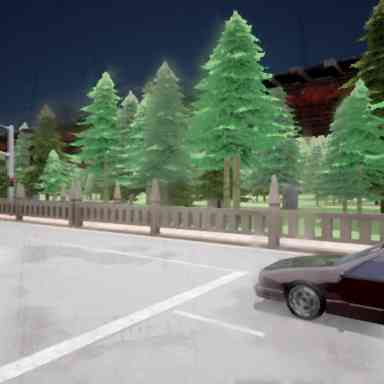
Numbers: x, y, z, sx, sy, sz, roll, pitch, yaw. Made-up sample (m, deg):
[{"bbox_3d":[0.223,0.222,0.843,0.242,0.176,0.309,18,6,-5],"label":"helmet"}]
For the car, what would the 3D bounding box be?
[{"bbox_3d":[3.808,1.547,5.556,5.357,1.411,2.033,0,0,36],"label":"car"}]
